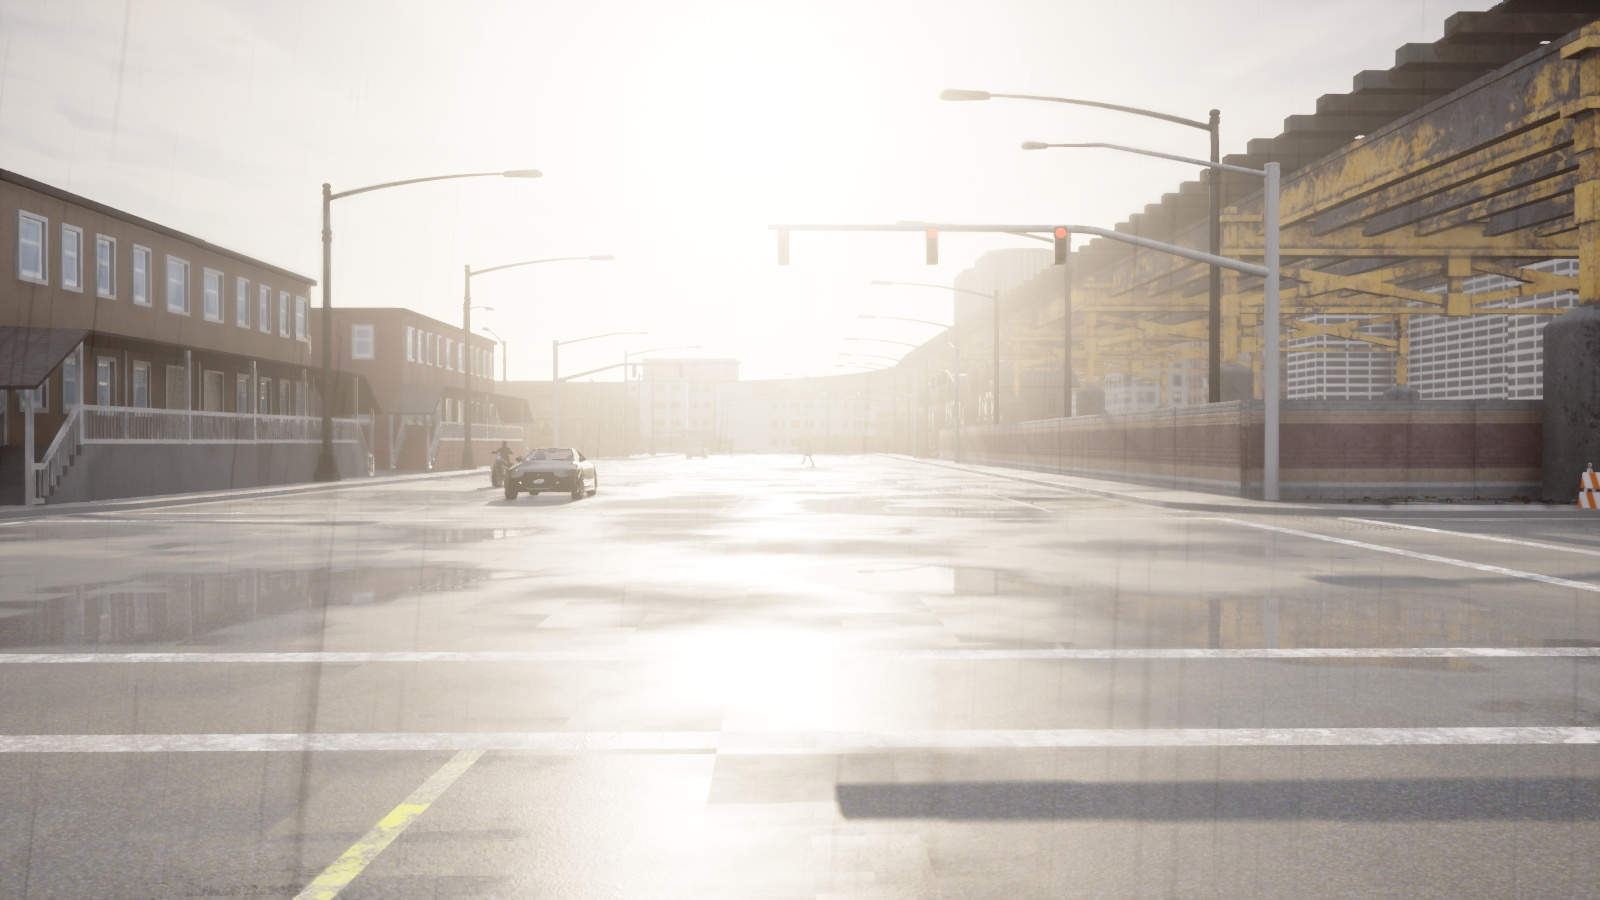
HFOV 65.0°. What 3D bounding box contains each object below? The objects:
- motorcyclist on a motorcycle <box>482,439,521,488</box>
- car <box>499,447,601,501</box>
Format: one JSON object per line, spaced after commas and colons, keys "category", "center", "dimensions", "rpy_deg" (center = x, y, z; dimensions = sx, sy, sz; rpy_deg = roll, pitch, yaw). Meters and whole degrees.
{"category": "motorcyclist on a motorcycle", "center": [-10.239, 0.445, 43.148], "dimensions": [0.766, 1.649, 2.350], "rpy_deg": [0, 0, 0]}
{"category": "car", "center": [-6.793, 0.610, 34.588], "dimensions": [1.994, 1.385, 4.181], "rpy_deg": [0, 0, 0]}
